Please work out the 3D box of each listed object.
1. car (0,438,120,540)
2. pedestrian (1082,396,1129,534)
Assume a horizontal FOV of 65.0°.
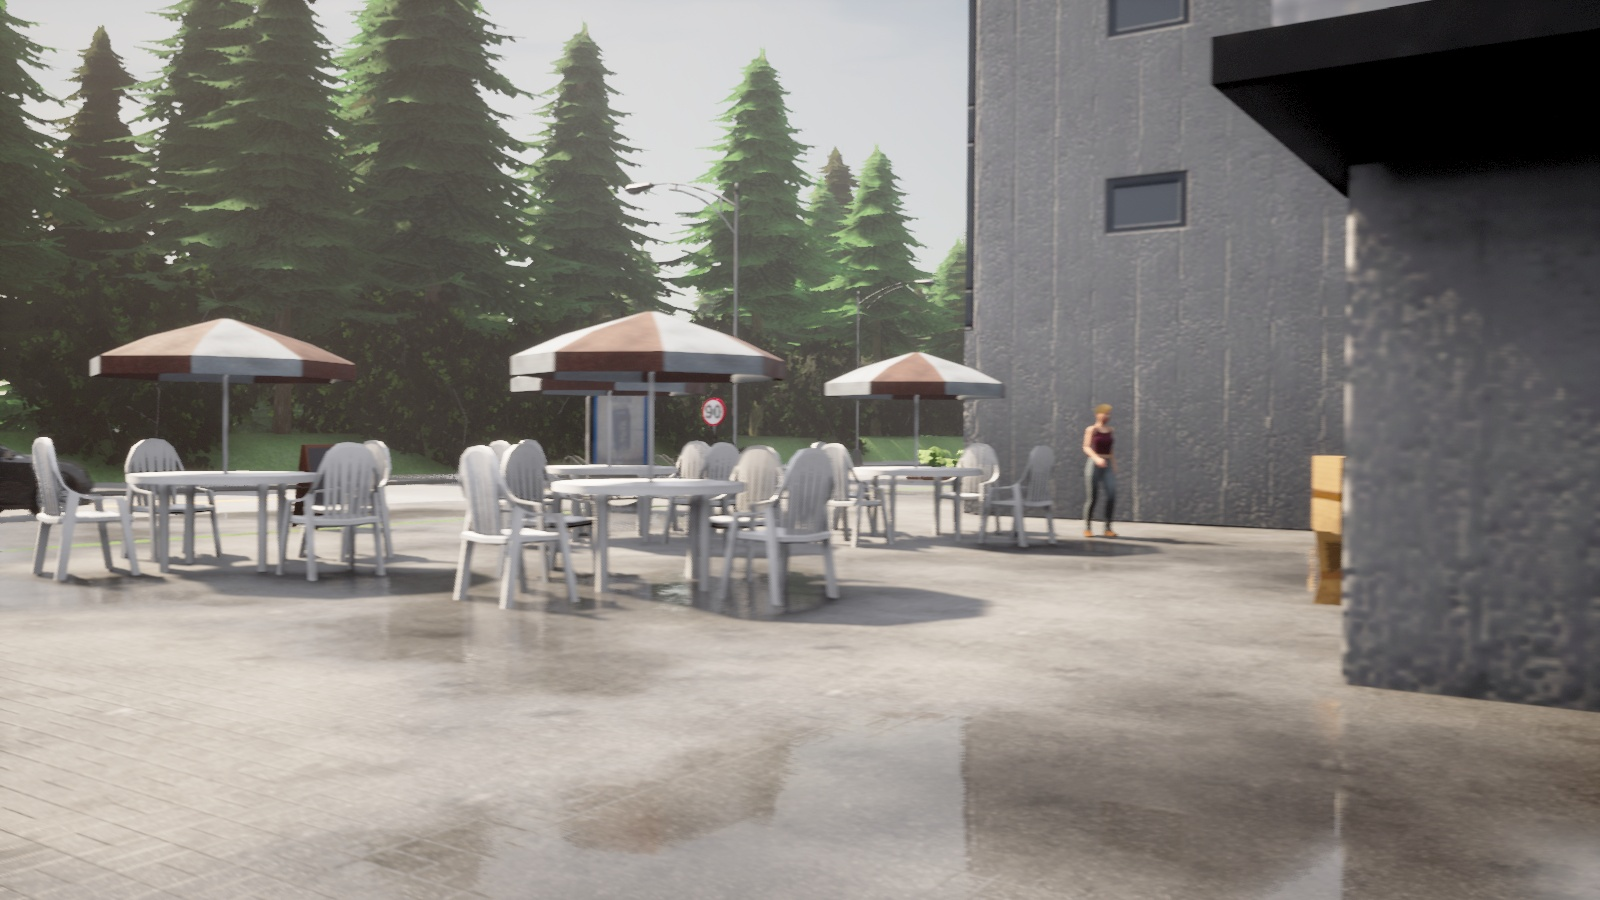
[{"bbox_3d":[-12.880,0.601,18.502,1.837,1.490,4.892,-1,1,24],"label":"car"},{"bbox_3d":[4.123,0.192,16.965,0.345,1.836,0.594,-1,1,-18],"label":"pedestrian"}]
